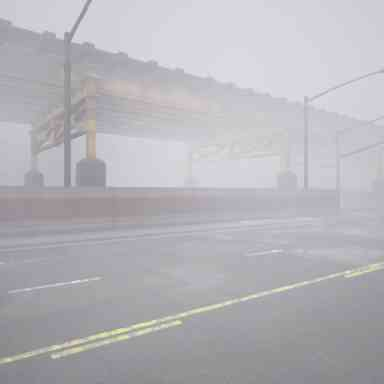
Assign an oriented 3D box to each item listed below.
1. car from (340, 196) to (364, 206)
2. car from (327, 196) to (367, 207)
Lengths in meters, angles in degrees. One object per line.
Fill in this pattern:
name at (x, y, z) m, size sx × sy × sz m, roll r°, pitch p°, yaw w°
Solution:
car at (22.966, 1.292, 49.434) m, size 4.536 × 1.218 × 1.853 m, roll 0°, pitch 0°, yaw -7°
car at (23.017, 1.450, 49.441) m, size 4.974 × 1.542 × 2.038 m, roll 0°, pitch 0°, yaw -7°
